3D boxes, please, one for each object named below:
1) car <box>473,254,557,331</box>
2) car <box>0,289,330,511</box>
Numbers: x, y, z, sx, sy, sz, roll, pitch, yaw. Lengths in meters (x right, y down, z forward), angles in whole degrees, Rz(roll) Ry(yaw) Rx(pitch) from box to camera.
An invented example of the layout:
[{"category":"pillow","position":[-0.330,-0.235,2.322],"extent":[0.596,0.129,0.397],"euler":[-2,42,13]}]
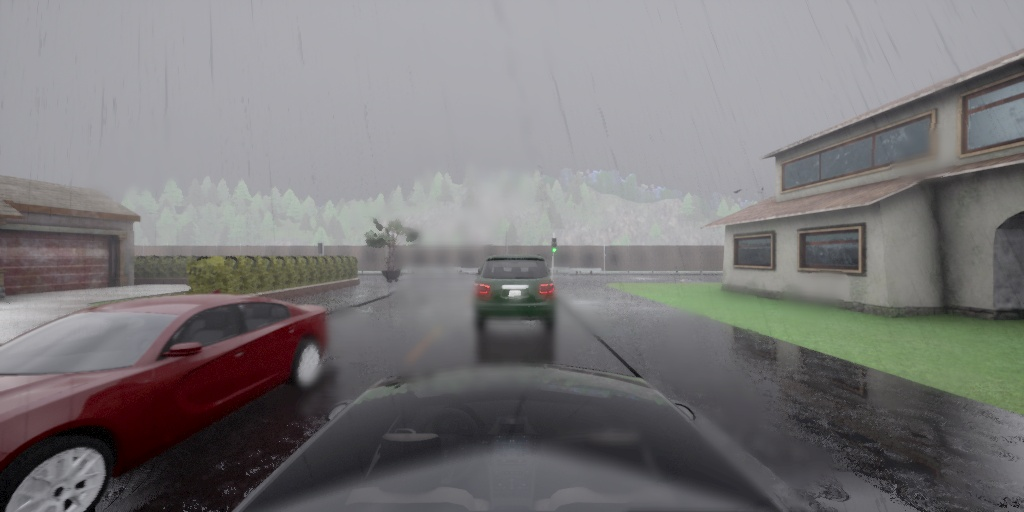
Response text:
[{"category":"car","position":[0.087,0.972,11.137],"extent":[2.150,2.045,5.566],"euler":[0,0,0]},{"category":"car","position":[-4.083,1.228,4.130],"extent":[1.882,1.535,5.008],"euler":[0,0,0]}]
